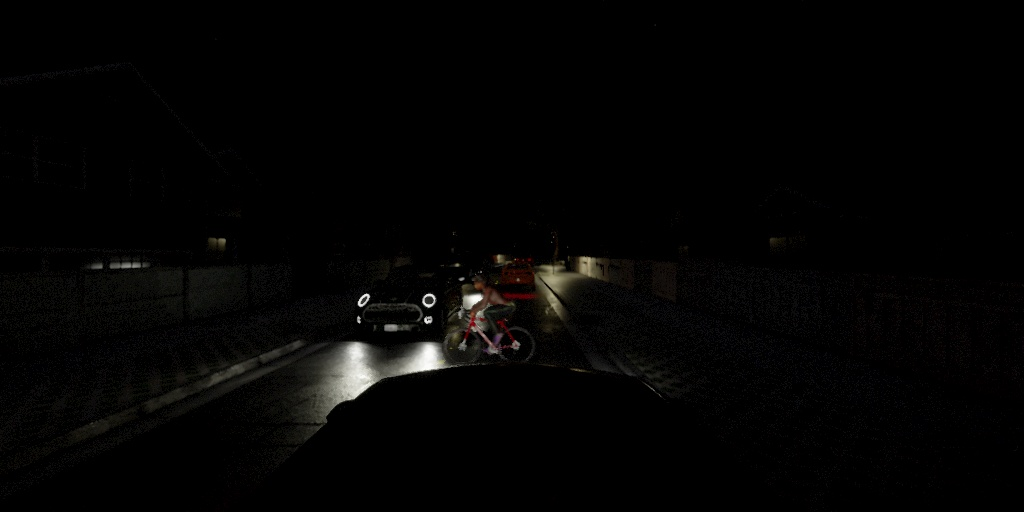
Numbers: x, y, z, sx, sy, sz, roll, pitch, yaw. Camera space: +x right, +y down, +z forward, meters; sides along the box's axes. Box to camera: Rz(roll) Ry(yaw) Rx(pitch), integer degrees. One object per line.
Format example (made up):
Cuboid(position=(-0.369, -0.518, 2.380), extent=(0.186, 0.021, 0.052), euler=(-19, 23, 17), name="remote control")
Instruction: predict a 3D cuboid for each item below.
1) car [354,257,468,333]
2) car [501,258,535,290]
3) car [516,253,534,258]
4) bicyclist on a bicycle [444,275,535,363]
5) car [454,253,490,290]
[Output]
Cuboid(position=(-2.742, 1.040, 10.466), extent=(2.097, 1.767, 4.553), euler=(0, 0, 1), name="car")
Cuboid(position=(0.358, 1.088, 21.367), extent=(1.882, 1.535, 5.008), euler=(0, 0, 1), name="car")
Cuboid(position=(1.664, 0.634, 46.709), extent=(2.150, 2.045, 5.566), euler=(0, 0, 6), name="car")
Cuboid(position=(-0.414, 1.159, 6.439), extent=(1.656, 1.620, 0.582), euler=(-1, 0, 1), name="bicyclist on a bicycle")
Cuboid(position=(-2.569, 0.830, 21.695), extent=(2.150, 2.045, 5.566), euler=(0, 0, 1), name="car")
